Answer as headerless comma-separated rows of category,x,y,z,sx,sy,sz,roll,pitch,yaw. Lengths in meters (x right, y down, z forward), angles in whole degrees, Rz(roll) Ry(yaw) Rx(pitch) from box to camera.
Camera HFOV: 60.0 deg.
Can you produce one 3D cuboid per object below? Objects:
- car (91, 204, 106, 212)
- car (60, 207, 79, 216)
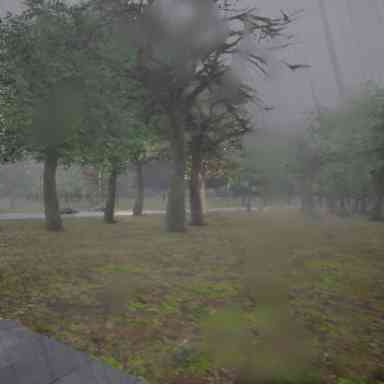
car,-18.914,3.331,69.778,2.097,1.767,4.553,0,-1,36
car,-20.931,3.159,55.011,1.812,1.442,4.674,0,-1,36
